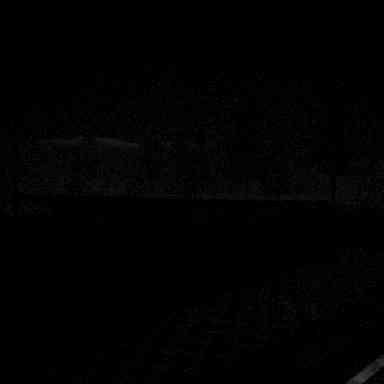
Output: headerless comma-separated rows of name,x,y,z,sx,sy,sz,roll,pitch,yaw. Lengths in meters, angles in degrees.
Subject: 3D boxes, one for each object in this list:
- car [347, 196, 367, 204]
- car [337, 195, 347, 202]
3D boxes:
car,32.810,1.561,65.485,1.994,1.385,4.181,0,0,9
car,34.304,1.479,75.316,1.812,1.442,4.674,0,0,9
